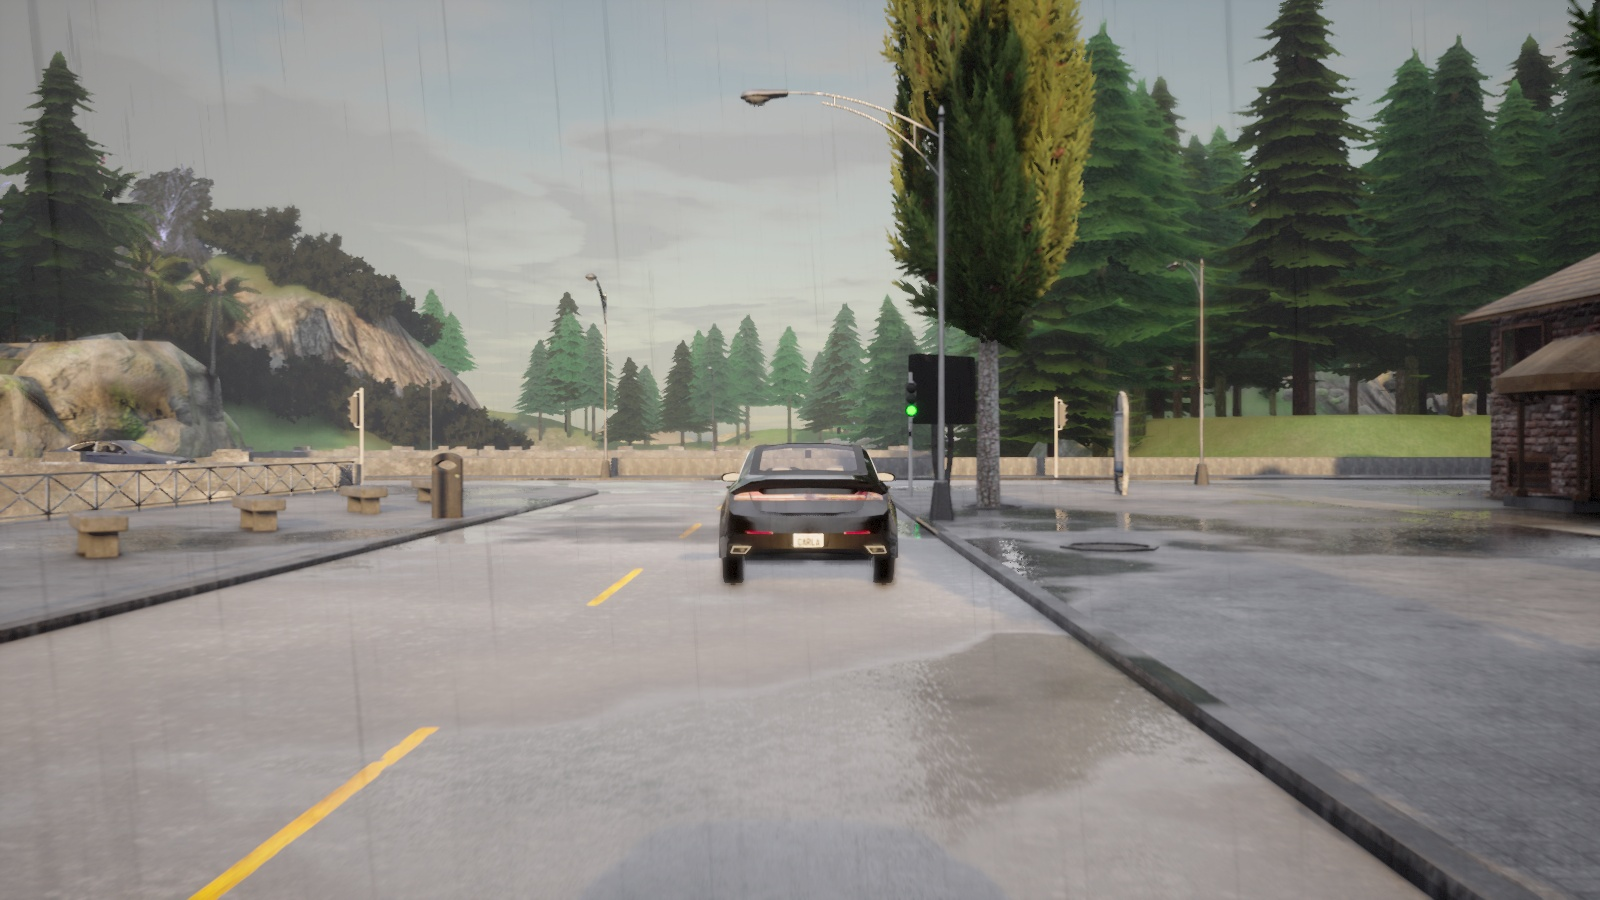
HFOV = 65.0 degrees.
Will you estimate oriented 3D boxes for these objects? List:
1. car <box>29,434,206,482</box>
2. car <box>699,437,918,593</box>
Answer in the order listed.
[{"bbox_3d":[-23.825,0.258,43.978,5.027,1.651,2.152,0,0,0],"label":"car"},{"bbox_3d":[0.096,0.620,14.678,2.128,1.511,4.902,0,0,0],"label":"car"}]
